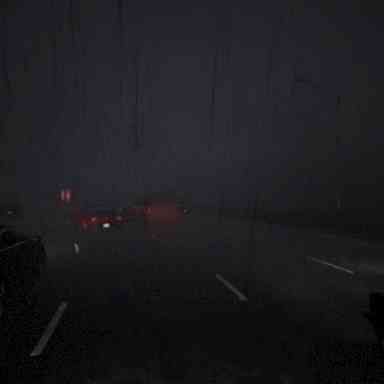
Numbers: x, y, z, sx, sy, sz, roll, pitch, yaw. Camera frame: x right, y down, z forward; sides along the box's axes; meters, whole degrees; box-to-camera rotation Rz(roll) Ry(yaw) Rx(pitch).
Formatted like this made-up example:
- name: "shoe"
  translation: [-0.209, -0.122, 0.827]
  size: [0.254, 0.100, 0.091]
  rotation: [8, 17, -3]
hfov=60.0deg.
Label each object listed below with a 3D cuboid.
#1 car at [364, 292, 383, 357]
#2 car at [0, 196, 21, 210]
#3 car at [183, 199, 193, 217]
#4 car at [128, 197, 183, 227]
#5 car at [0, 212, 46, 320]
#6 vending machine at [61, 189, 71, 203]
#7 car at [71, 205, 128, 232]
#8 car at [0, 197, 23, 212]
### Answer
- name: "car"
  translation: [3.390, 1.552, 2.388]
  size: [1.895, 1.301, 4.718]
  rotation: [0, 1, -4]
- name: "car"
  translation: [-20.582, 1.180, 36.269]
  size: [4.718, 1.301, 1.895]
  rotation: [0, 1, 42]
- name: "car"
  translation: [-1.851, 1.143, 25.671]
  size: [2.128, 1.511, 4.902]
  rotation: [-1, 1, -34]
- name: "car"
  translation: [-2.715, 1.077, 20.573]
  size: [2.097, 1.767, 4.553]
  rotation: [-1, 1, -31]
- name: "car"
  translation: [-4.382, 1.413, 6.780]
  size: [2.128, 1.511, 4.902]
  rotation: [0, 1, -12]
- name: "vending machine"
  translation: [-18.540, 0.591, 49.000]
  size: [0.880, 2.100, 1.100]
  rotation: [0, 1, 37]
- name: "car"
  translation: [-5.426, 1.364, 18.596]
  size: [1.895, 1.301, 4.718]
  rotation: [-1, 1, -31]
- name: "car"
  translation: [-13.615, 1.199, 23.990]
  size: [1.882, 1.535, 5.008]
  rotation: [-1, 1, -38]
